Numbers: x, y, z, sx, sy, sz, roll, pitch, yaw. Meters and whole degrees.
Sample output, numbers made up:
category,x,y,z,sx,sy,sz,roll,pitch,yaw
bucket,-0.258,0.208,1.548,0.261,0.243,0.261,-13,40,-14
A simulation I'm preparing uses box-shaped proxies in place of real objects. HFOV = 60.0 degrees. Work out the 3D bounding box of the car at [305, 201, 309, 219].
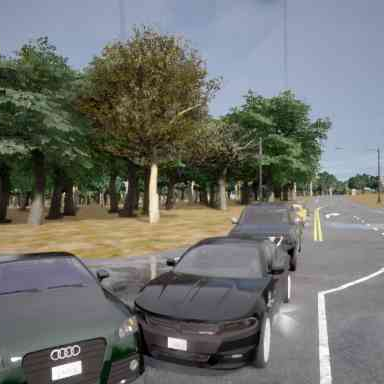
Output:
category,x,y,z,sx,sy,sz,roll,pitch,yaw
car,7.209,1.662,24.081,1.882,1.535,5.008,-1,0,20

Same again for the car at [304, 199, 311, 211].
category,x,y,z,sx,sy,sz,roll,pitch,yaw
car,11.285,1.560,34.964,2.097,1.767,4.553,-1,0,21

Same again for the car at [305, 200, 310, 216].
category,x,y,z,sx,sy,sz,roll,pitch,yaw
car,9.263,1.722,29.588,1.812,1.442,4.674,-1,0,20

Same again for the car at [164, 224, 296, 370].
category,x,y,z,sx,sy,sz,roll,pitch,yaw
car,0.730,1.613,6.276,1.882,1.535,5.008,-1,-2,21

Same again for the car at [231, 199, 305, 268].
category,x,y,z,sx,sy,sz,roll,pitch,yaw
car,2.845,1.458,12.419,2.150,2.045,5.566,-2,0,21

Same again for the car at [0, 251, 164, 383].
category,x,y,z,sx,sy,sz,roll,pitch,yaw
car,-2.315,1.643,4.976,1.994,1.385,4.181,1,-2,-33

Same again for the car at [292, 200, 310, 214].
category,x,y,z,sx,sy,sz,roll,pitch,yaw
car,13.275,1.744,40.176,1.812,1.442,4.674,-1,0,21
